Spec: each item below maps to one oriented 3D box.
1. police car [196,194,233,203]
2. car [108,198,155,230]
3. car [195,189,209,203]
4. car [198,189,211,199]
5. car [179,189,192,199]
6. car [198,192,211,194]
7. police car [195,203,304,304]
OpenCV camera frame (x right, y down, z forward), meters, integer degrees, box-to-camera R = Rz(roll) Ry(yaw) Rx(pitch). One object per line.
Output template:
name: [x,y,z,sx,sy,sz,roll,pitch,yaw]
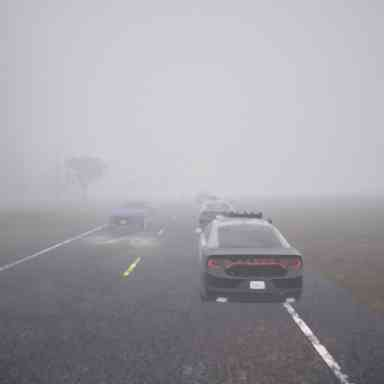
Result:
police car: [1.310,1.120,18.040,1.930,1.638,5.238,0,1,1]
car: [-3.302,1.160,18.786,1.882,1.535,5.008,0,1,2]
car: [1.449,0.722,45.929,1.837,1.490,4.892,0,1,4]
car: [2.341,0.325,60.003,2.097,1.767,4.553,0,1,4]
car: [-1.140,0.320,60.358,2.097,1.767,4.553,0,1,5]
car: [1.485,1.048,24.097,1.801,1.575,5.366,0,1,2]
police car: [1.116,1.287,8.077,1.930,1.638,5.238,0,1,1]
